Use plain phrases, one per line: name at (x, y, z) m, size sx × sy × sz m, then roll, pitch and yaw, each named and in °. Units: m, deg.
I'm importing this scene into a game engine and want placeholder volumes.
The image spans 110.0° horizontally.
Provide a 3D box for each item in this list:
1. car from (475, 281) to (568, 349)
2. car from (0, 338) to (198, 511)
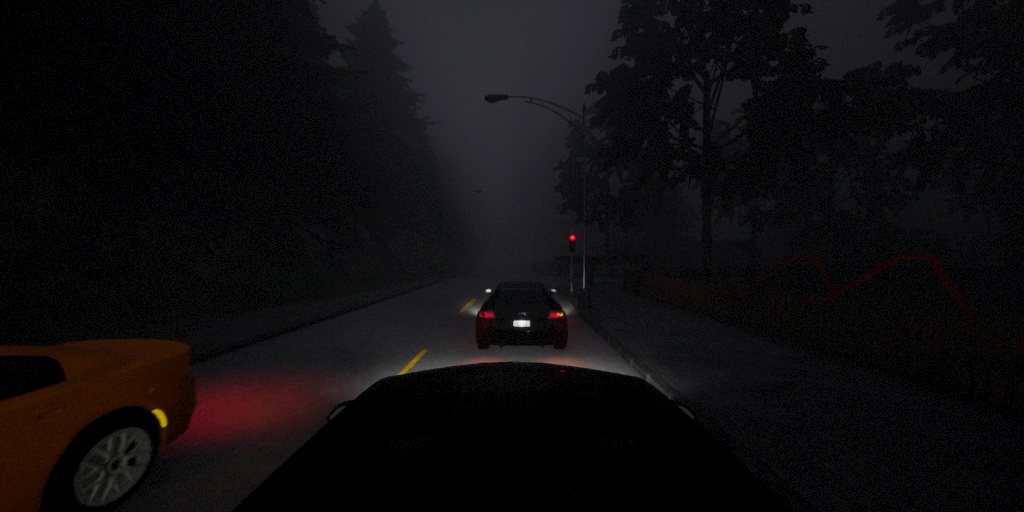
car at (0.228, 1.314, 9.141) m, size 1.994 × 1.385 × 4.181 m, roll 0°, pitch 0°, yaw 1°
car at (-4.090, 1.228, 1.420) m, size 1.882 × 1.535 × 5.008 m, roll 0°, pitch 0°, yaw 1°
